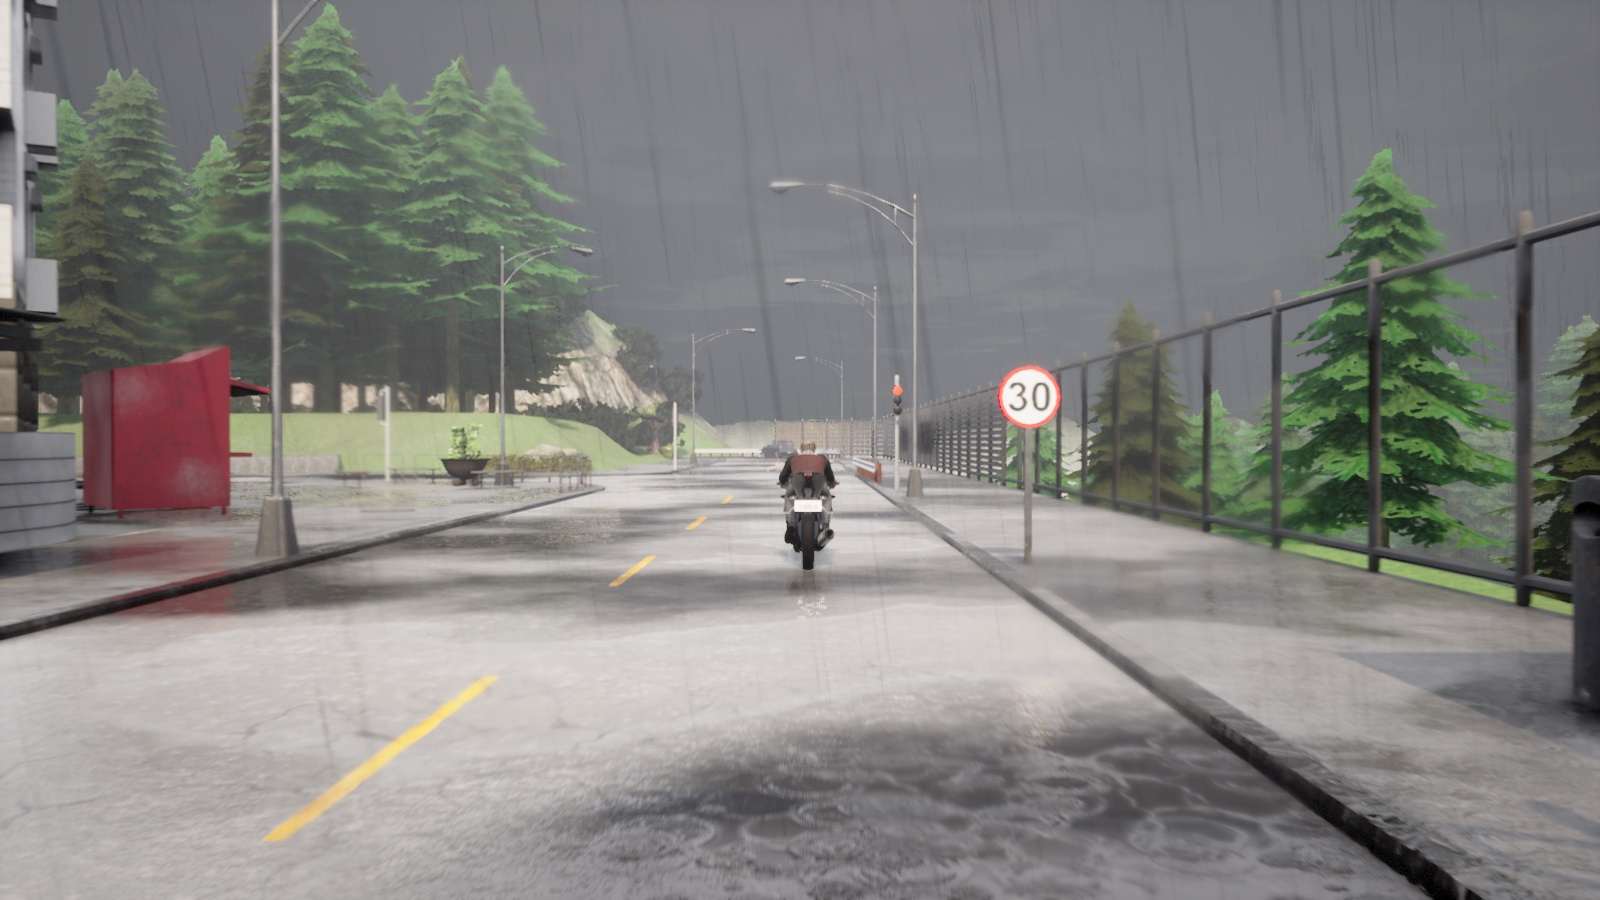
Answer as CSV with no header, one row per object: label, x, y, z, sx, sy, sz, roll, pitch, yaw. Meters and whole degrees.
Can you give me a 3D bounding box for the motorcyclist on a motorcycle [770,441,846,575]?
motorcyclist on a motorcycle,0.098,0.655,15.475,0.866,1.530,2.191,0,0,0
